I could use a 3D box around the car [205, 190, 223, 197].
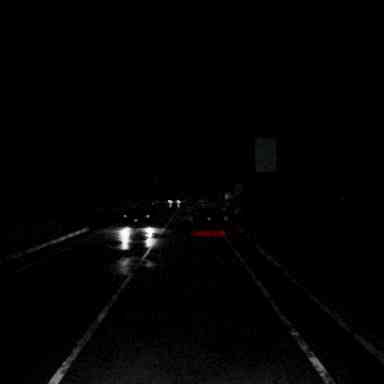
[{"bbox_3d":[5.631,0.426,85.285,4.553,1.767,2.185,0,1,0],"label":"car"}]

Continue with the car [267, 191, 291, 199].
[{"bbox_3d":[18.791,0.649,71.742,4.553,1.767,2.185,0,1,0],"label":"car"}]

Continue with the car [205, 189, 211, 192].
[{"bbox_3d":[5.668,0.712,60.055,5.566,2.045,2.435,0,1,0],"label":"car"}]

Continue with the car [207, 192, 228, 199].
[{"bbox_3d":[5.674,0.775,74.076,4.674,1.452,2.002,0,1,0],"label":"car"}]

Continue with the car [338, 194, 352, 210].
[{"bbox_3d":[18.813,1.246,35.655,5.008,1.535,2.097,0,0,0],"label":"car"}]

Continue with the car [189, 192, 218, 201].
[{"bbox_3d":[0.976,1.143,31.489,2.097,1.767,4.553,0,1,0],"label":"car"}]

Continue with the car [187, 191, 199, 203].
[{"bbox_3d":[0.002,1.058,56.323,2.033,1.411,5.357,0,1,0],"label":"car"}]

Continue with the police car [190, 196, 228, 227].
[{"bbox_3d":[0.976,1.304,21.618,1.930,1.638,5.238,0,1,0],"label":"police car"}]

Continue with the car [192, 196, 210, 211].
[{"bbox_3d":[0.977,1.238,37.529,1.837,1.490,4.892,0,1,0],"label":"car"}]

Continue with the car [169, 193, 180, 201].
[{"bbox_3d":[-3.273,0.920,63.201,1.837,1.490,4.892,0,1,1],"label":"car"}]

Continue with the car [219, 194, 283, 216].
[{"bbox_3d":[5.548,1.272,32.020,5.366,1.575,1.946,0,0,0],"label":"car"}]

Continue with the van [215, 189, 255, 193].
[{"bbox_3d":[5.602,0.954,43.234,4.442,1.987,1.878,0,0,0],"label":"van"}]

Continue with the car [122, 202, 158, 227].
[{"bbox_3d":[-3.348,1.400,22.148,1.812,1.442,4.674,0,0,0],"label":"car"}]

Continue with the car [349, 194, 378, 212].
[{"bbox_3d":[18.817,1.269,32.879,5.008,1.535,2.097,0,0,0],"label":"car"}]

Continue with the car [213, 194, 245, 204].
[{"bbox_3d":[5.704,1.127,51.649,4.674,1.452,2.002,0,1,0],"label":"car"}]

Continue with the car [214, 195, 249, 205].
[{"bbox_3d":[5.740,1.152,48.841,4.792,1.488,2.163,0,1,0],"label":"car"}]

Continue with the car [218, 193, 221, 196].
[{"bbox_3d":[5.717,1.204,40.429,5.008,1.535,2.097,0,0,0],"label":"car"}]

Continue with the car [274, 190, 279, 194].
[{"bbox_3d":[18.957,0.907,63.416,5.366,1.575,1.946,0,1,0],"label":"car"}]

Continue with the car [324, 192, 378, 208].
[{"bbox_3d":[18.776,0.971,38.429,5.566,2.045,2.435,0,0,0],"label":"car"}]

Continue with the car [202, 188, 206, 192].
[{"bbox_3d":[5.645,0.438,76.874,5.566,2.045,2.435,0,1,0],"label":"car"}]

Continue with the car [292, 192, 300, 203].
[{"bbox_3d":[18.814,1.108,52.315,4.792,1.488,2.163,0,1,0],"label":"car"}]

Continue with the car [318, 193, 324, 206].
[{"bbox_3d":[18.795,1.200,41.205,4.892,1.521,2.231,0,0,0],"label":"car"}]

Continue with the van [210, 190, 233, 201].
[{"bbox_3d":[5.805,0.646,65.663,4.442,1.987,1.878,0,1,0],"label":"van"}]

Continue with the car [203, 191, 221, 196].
[{"bbox_3d":[5.645,0.415,93.695,5.008,1.535,2.097,0,1,0],"label":"car"}]

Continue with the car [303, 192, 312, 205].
[{"bbox_3d":[18.978,1.142,46.760,5.366,1.575,1.946,0,1,0],"label":"car"}]

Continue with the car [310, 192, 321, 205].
[{"bbox_3d":[18.792,1.173,43.983,5.008,1.535,2.097,0,1,0],"label":"car"}]

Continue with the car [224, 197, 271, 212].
[{"bbox_3d":[5.732,1.292,34.823,4.674,1.452,2.002,0,0,0],"label":"car"}]

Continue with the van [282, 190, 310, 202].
[{"bbox_3d":[18.891,0.729,60.639,4.442,1.987,1.878,0,1,0],"label":"van"}]

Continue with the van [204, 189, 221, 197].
[{"bbox_3d":[5.538,0.235,90.889,4.442,1.987,1.878,0,1,0],"label":"van"}]

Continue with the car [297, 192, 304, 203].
[{"bbox_3d":[18.760,1.146,49.532,4.792,1.488,2.163,0,1,0],"label":"car"}]

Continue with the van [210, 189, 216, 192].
[{"bbox_3d":[5.816,0.783,57.256,4.442,1.987,1.878,0,1,0],"label":"van"}]

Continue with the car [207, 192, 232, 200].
[{"bbox_3d":[5.678,0.827,68.469,4.892,1.521,2.231,0,1,0],"label":"car"}]

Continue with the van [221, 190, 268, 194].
[{"bbox_3d":[5.843,1.002,37.624,4.442,1.987,1.878,0,0,0],"label":"van"}]

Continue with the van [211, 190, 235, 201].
[{"bbox_3d":[5.809,0.692,62.860,4.442,1.987,1.878,0,1,0],"label":"van"}]

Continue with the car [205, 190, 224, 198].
[{"bbox_3d":[5.635,0.472,82.481,4.553,1.767,2.185,0,1,0],"label":"car"}]

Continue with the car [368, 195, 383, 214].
[{"bbox_3d":[18.822,1.294,30.104,4.892,1.521,2.231,0,0,0],"label":"car"}]

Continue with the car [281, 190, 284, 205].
[{"bbox_3d":[18.807,0.749,57.862,5.566,2.045,2.435,0,1,0],"label":"car"}]

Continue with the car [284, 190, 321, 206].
[{"bbox_3d":[18.754,0.789,55.086,5.566,2.045,2.435,0,1,0],"label":"car"}]

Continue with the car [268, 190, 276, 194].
[{"bbox_3d":[18.796,0.613,66.188,5.566,2.045,2.435,0,1,0],"label":"car"}]
